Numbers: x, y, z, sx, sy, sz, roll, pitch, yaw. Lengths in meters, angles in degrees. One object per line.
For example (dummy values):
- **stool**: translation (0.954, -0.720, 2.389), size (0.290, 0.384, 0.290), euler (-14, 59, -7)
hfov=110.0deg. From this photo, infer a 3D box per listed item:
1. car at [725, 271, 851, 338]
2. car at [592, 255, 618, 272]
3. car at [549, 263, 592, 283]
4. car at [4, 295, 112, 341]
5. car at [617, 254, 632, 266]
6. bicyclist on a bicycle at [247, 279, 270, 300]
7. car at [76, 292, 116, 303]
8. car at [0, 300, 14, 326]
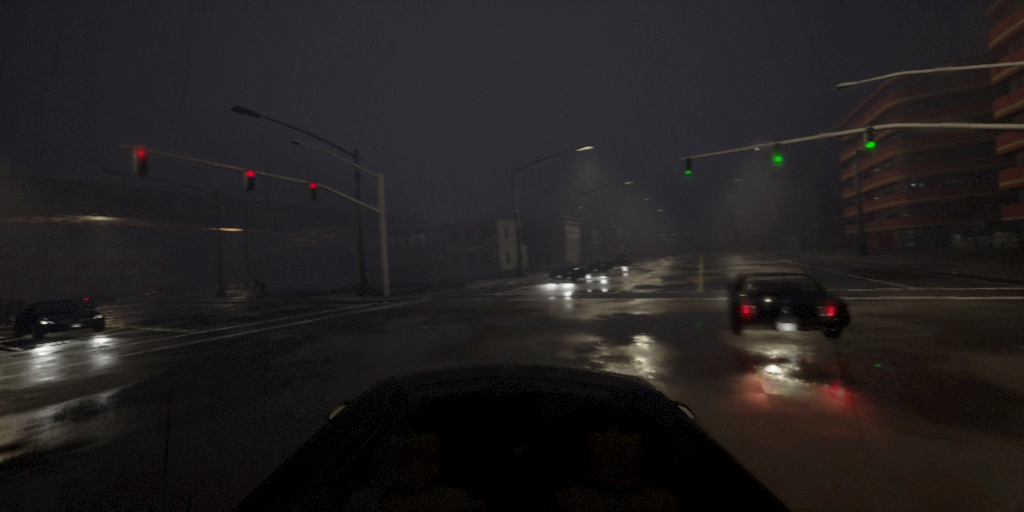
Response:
- **car**: translation (6.364, 1.026, 8.813), size (1.895, 1.301, 4.718), euler (-4, -1, 30)
- **car**: translation (9.012, 0.939, 36.303), size (1.895, 1.301, 4.718), euler (-4, 0, 28)
- **car**: translation (4.349, 1.232, 27.523), size (1.994, 1.385, 4.181), euler (-4, 0, 28)
- **car**: translation (-19.447, 2.642, 15.344), size (4.674, 1.442, 1.812), euler (-4, -1, 27)
- **car**: translation (13.942, 0.466, 45.517), size (1.837, 1.490, 4.892), euler (-4, 0, 28)
- **bicyclist on a bicycle**: translation (-19.573, 2.573, 27.704), size (0.582, 1.620, 1.656), euler (-4, -1, 27)
- **car**: translation (-44.197, 4.495, 37.802), size (1.895, 1.301, 4.718), euler (-3, -1, -24)
- **car**: translation (-27.624, 3.170, 19.507), size (4.892, 1.490, 1.837), euler (-4, -1, 27)
